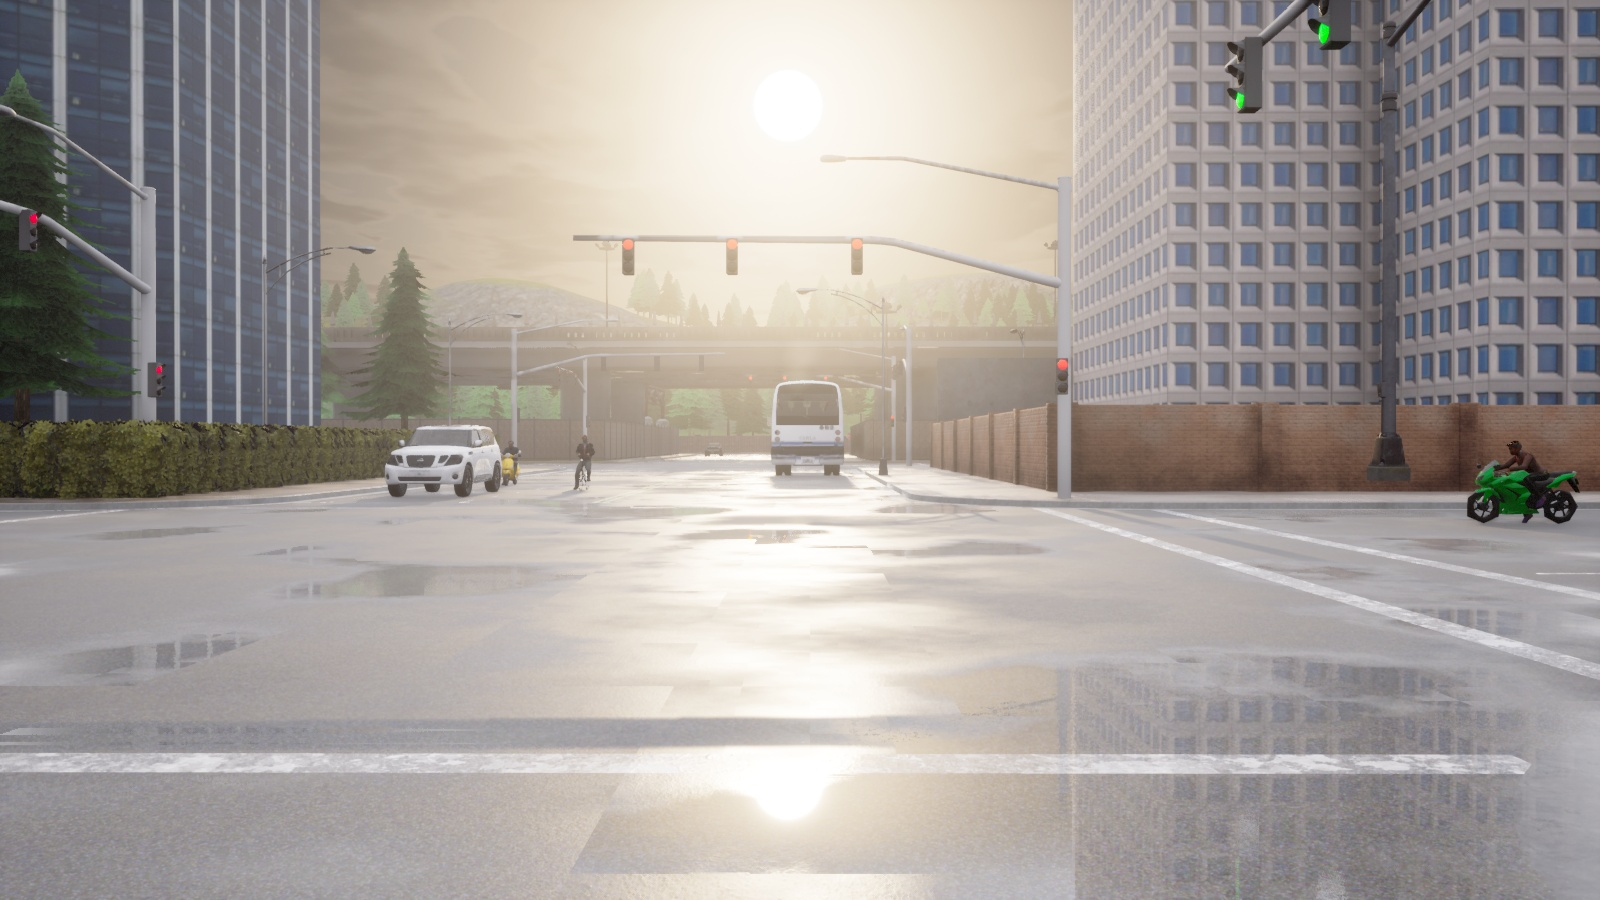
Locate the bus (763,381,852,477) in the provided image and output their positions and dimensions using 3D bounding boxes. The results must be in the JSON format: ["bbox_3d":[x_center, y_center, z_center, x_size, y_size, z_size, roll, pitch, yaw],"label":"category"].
[{"bbox_3d":[0.368,-0.972,60.677,3.944,4.253,10.273,0,0,0],"label":"bus"}]

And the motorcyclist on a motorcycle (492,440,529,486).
[{"bbox_3d":[-10.227,0.441,44.414,0.866,1.590,1.817,0,0,0],"label":"motorcyclist on a motorcycle"}]

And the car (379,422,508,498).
[{"bbox_3d":[-10.274,0.250,36.693,2.150,2.045,5.566,0,0,0],"label":"car"}]

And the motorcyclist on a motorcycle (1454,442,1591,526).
[{"bbox_3d":[13.195,0.610,22.974,2.044,1.523,0.797,0,0,1],"label":"motorcyclist on a motorcycle"}]
